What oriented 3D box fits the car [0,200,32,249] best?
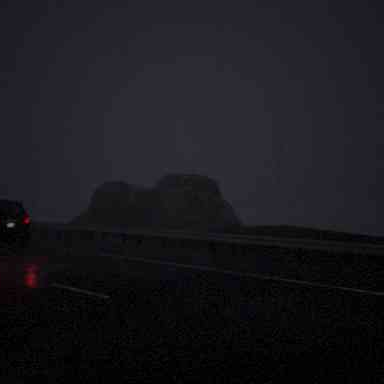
[{"bbox_3d":[-9.134,1.358,13.985,5.566,2.045,2.150,0,0,31],"label":"car"}]
